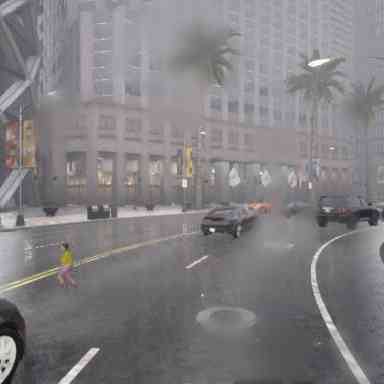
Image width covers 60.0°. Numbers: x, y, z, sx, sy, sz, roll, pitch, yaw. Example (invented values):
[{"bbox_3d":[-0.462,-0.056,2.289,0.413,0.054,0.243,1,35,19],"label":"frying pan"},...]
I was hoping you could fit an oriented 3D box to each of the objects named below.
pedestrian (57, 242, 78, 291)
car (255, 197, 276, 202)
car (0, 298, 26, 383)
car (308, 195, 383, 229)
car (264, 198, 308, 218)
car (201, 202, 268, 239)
[{"bbox_3d":[-2.782,1.674,7.464,0.500,1.100,0.500,0,0,12],"label":"pedestrian"},{"bbox_3d":[7.353,1.351,33.199,4.553,1.767,2.097,0,0,-34],"label":"car"},{"bbox_3d":[-3.118,1.501,2.303,1.837,1.490,4.892,0,-1,3],"label":"car"},{"bbox_3d":[10.182,1.221,21.762,5.566,2.045,2.150,0,0,-41],"label":"car"},{"bbox_3d":[9.061,1.528,30.114,4.674,1.442,1.812,0,0,-34],"label":"car"},{"bbox_3d":[2.223,1.507,17.730,1.837,1.490,4.892,0,0,31],"label":"car"}]
